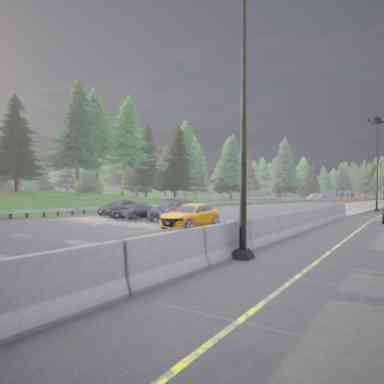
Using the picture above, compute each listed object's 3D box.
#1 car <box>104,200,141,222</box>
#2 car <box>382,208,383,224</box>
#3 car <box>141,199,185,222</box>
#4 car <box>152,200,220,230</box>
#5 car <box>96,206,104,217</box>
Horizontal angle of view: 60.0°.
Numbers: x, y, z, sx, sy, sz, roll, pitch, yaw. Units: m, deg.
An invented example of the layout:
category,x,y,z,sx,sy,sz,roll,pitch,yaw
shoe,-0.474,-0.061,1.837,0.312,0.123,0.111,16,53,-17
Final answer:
category,x,y,z,sx,sy,sz,roll,pitch,yaw
car,-4.541,1.557,26.699,1.994,1.385,4.181,0,0,33
car,15.357,1.618,24.824,1.837,1.490,4.892,0,0,34
car,-1.357,1.363,25.176,2.097,1.767,4.553,0,0,33
car,-0.028,1.493,20.799,1.882,1.535,5.008,0,0,33
car,-6.425,1.489,30.225,1.837,1.490,4.892,0,0,33
